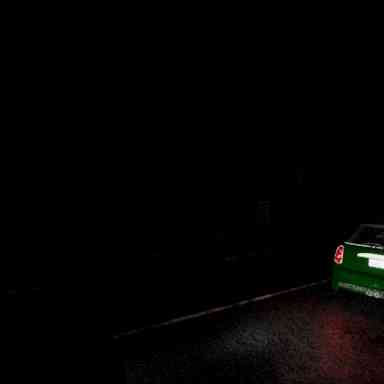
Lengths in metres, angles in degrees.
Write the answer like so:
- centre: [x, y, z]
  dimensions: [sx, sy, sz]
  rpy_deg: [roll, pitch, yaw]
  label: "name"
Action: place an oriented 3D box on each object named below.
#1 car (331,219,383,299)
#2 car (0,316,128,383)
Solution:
- centre: [5.177, 1.351, 7.425]
  dimensions: [4.553, 1.767, 2.097]
  rpy_deg: [0, 0, -35]
  label: "car"
- centre: [-2.740, 1.491, 1.795]
  dimensions: [4.902, 1.511, 2.128]
  rpy_deg: [0, 0, -36]
  label: "car"
